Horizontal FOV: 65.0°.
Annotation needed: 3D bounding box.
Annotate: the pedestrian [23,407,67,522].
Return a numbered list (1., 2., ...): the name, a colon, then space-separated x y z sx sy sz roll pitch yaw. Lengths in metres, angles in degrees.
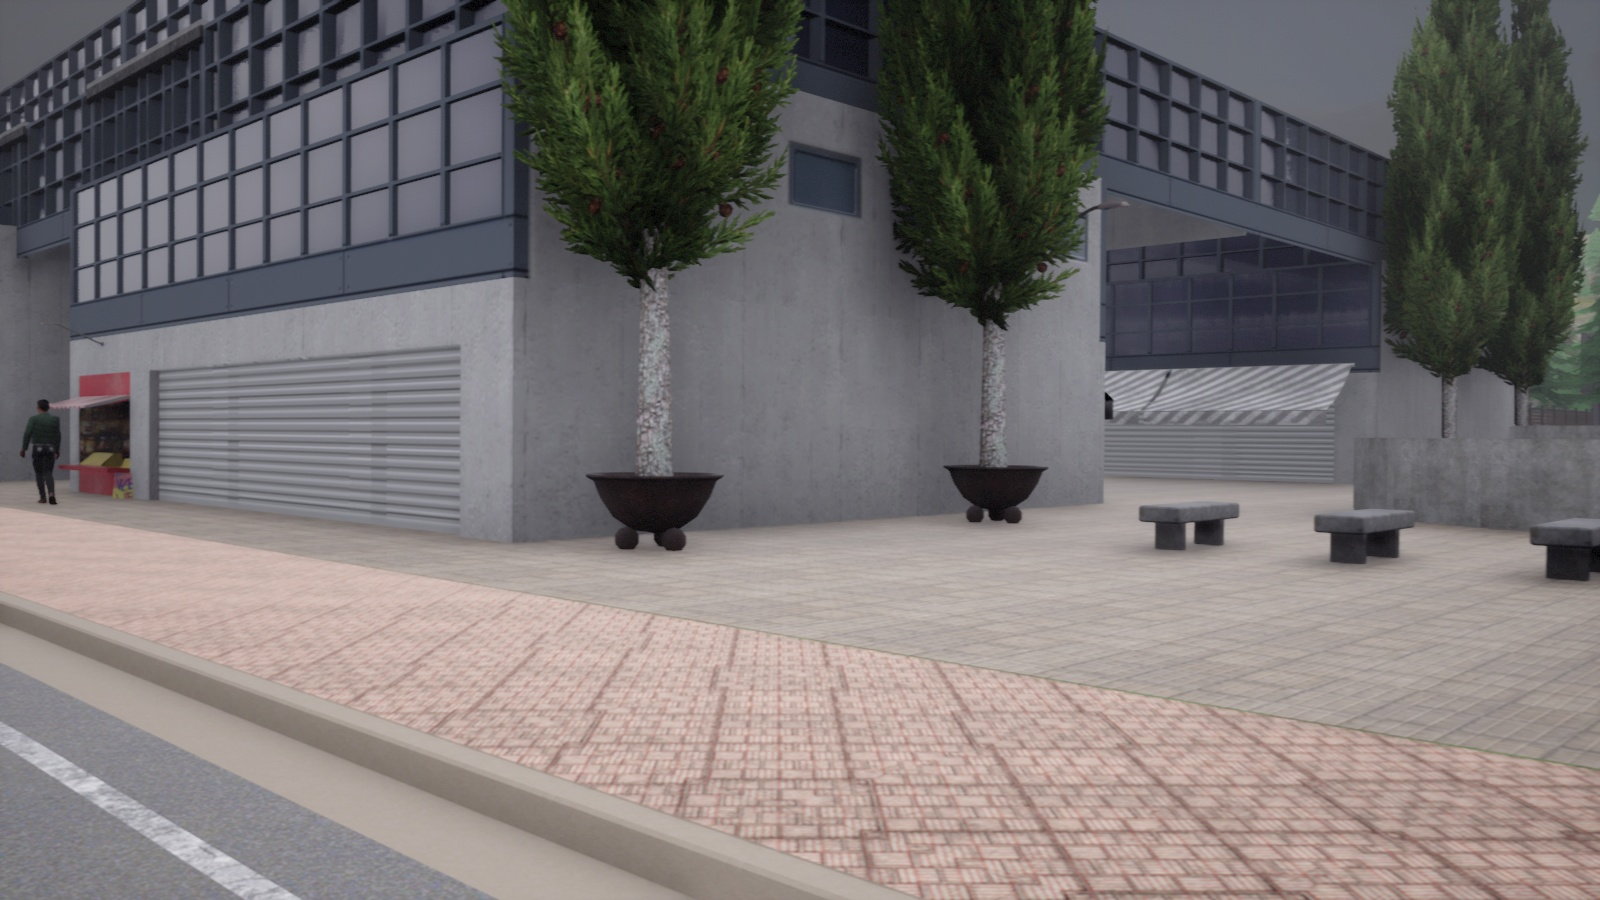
1. pedestrian: -13.068 0.248 21.743 0.788 1.949 0.423 0 1 43
